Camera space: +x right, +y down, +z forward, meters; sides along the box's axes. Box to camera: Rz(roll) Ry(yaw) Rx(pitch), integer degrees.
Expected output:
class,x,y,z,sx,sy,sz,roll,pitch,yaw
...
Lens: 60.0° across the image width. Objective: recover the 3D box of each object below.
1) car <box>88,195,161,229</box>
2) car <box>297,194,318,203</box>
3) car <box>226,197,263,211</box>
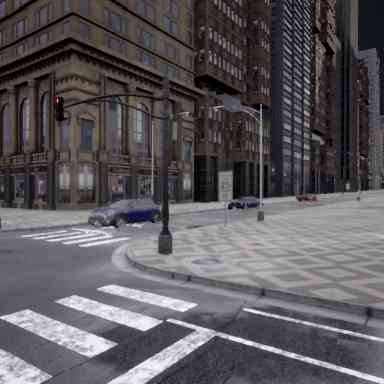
class,x,y,z,sx,sy,sz,roll,pitch,yaw
car,-4.002,1.126,20.173,2.097,1.767,4.553,0,1,35
car,17.425,0.884,50.050,1.895,1.301,4.718,0,1,36
car,5.272,1.161,33.173,1.895,1.301,4.718,0,1,36
